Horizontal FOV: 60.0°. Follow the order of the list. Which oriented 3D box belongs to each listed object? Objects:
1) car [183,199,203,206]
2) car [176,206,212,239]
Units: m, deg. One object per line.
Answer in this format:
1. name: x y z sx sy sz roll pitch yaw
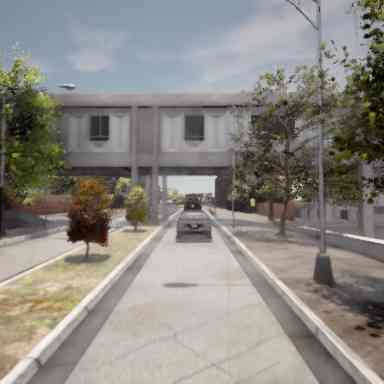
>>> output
1. car: 0.094 1.859 41.690 2.150 2.045 5.566 0 -2 0
2. car: 0.091 1.692 18.286 2.033 1.411 5.357 0 -1 0
